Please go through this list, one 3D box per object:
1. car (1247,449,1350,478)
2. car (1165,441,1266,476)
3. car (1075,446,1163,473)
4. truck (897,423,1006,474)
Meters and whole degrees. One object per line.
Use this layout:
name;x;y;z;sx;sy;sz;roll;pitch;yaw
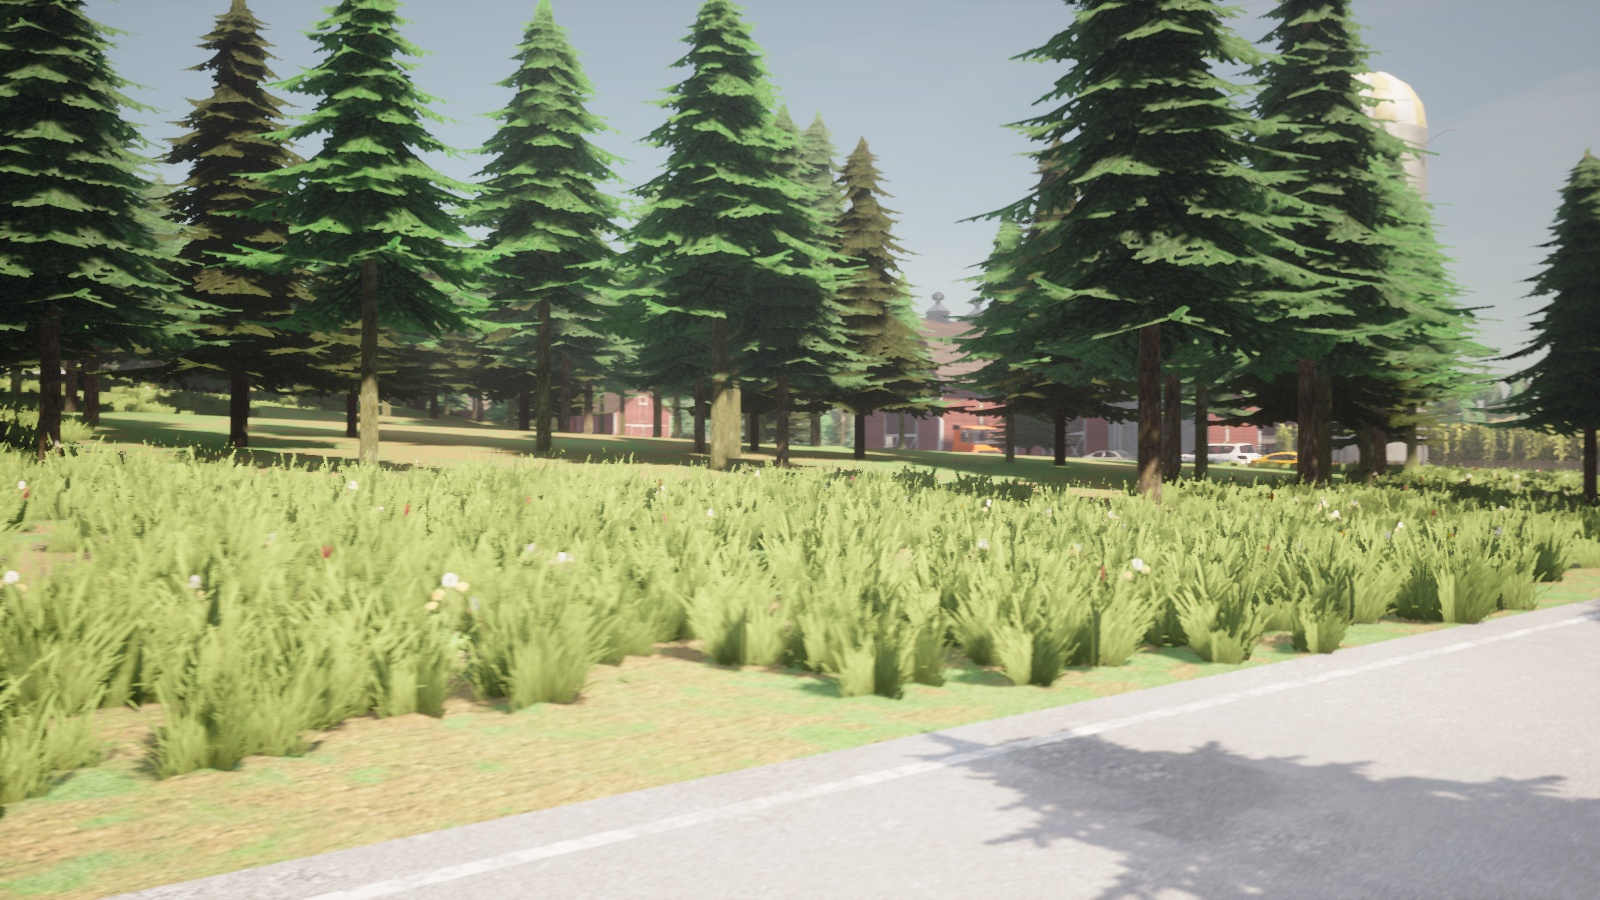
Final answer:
car;27.373;0.739;69.086;1.882;1.535;5.008;0;0;-39
car;25.422;0.512;77.018;2.150;2.045;5.566;0;0;-39
car;19.868;0.591;78.291;2.152;1.651;5.027;0;0;-39
truck;10.704;-0.106;89.532;2.891;3.462;7.936;0;0;-39
